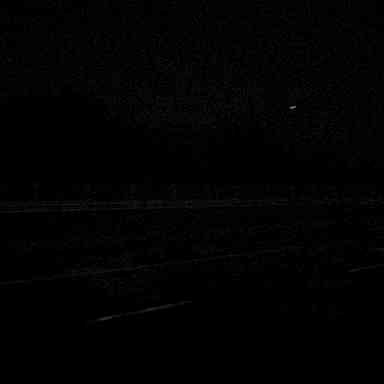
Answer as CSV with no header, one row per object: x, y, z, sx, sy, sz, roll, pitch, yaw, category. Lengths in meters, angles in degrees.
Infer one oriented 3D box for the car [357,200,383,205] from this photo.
16.477,1.497,30.688,4.674,1.442,1.812,0,0,-30,car
